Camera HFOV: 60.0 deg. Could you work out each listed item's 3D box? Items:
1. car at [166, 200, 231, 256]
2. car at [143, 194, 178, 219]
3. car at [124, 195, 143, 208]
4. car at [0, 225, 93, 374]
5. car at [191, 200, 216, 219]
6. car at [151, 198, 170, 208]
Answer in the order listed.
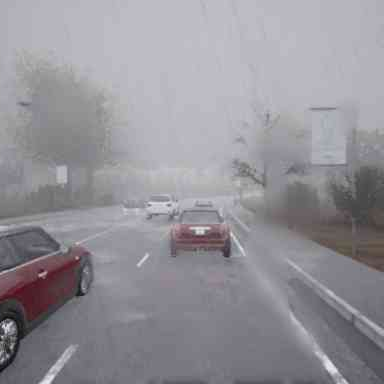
[{"bbox_3d":[0.331,1.357,13.236,2.097,1.767,4.553,0,0,1],"label":"car"},{"bbox_3d":[-2.472,1.230,29.242,2.150,2.045,5.566,0,0,3],"label":"car"},{"bbox_3d":[-8.210,1.363,47.761,2.097,1.767,4.553,0,0,6],"label":"car"},{"bbox_3d":[-3.327,1.352,5.764,2.097,1.767,4.553,0,0,1],"label":"car"},{"bbox_3d":[1.100,1.503,30.151,2.128,1.511,4.902,0,0,4],"label":"car"},{"bbox_3d":[-4.609,1.579,48.648,1.994,1.385,4.181,0,0,6],"label":"car"}]
